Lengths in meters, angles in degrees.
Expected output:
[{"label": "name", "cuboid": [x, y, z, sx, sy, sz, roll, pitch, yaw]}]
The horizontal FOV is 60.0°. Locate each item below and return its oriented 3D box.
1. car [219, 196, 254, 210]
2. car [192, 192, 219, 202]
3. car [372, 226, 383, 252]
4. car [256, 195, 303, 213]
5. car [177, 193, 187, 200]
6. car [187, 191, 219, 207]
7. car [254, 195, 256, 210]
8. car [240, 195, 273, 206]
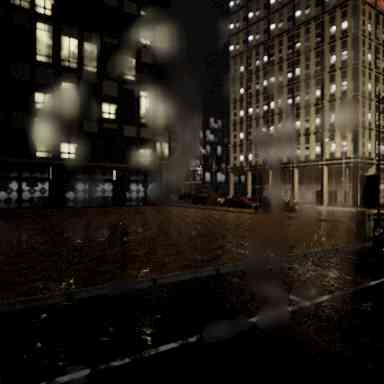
[{"label": "car", "cuboid": [5.267, 1.203, 36.140, 1.802, 1.307, 4.206, 2, 0, -36]}, {"label": "car", "cuboid": [2.198, 0.840, 54.806, 1.752, 1.417, 4.829, 1, 0, -36]}, {"label": "car", "cuboid": [8.710, 1.497, 12.777, 4.097, 1.590, 1.967, 0, 0, -36]}, {"label": "car", "cuboid": [8.519, 1.168, 31.609, 1.967, 1.590, 4.097, 2, 0, -36]}, {"label": "car", "cuboid": [-0.954, 0.776, 59.200, 1.947, 1.339, 4.313, 1, 0, -36]}, {"label": "car", "cuboid": [2.027, 0.828, 40.669, 2.192, 1.841, 5.009, 2, 0, -36]}, {"label": "car", "cuboid": [9.353, 1.184, 34.865, 2.128, 1.511, 4.902, 0, 1, -36]}, {"label": "car", "cuboid": [8.793, 1.115, 45.603, 1.802, 1.307, 4.206, 1, 0, -36]}]
